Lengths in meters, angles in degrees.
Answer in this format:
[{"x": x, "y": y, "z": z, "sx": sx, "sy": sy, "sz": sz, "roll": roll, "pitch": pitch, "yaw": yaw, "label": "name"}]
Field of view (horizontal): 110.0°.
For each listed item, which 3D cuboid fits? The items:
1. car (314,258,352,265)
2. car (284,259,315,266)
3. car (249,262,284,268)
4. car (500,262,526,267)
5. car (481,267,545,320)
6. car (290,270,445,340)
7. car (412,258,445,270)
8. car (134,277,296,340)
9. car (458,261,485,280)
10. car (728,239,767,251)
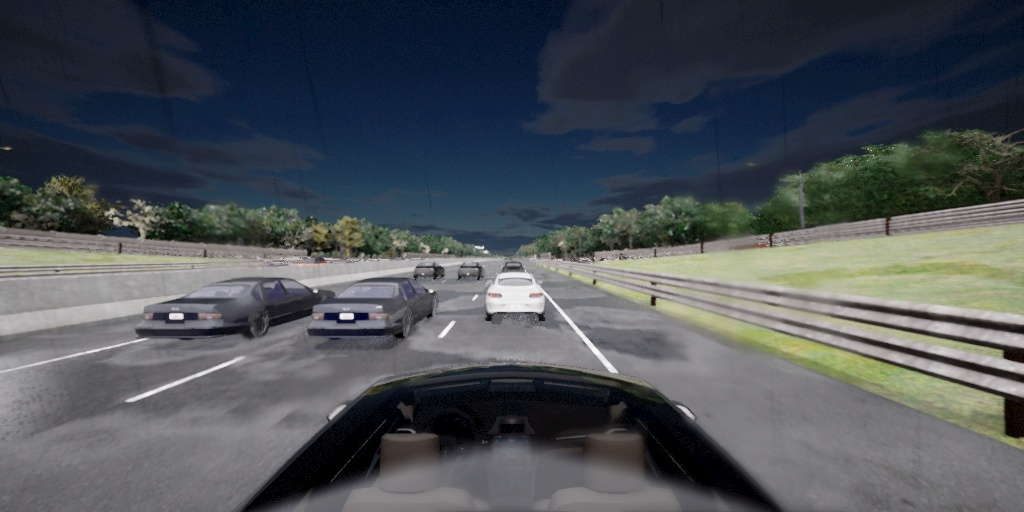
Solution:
[{"x": -17.585, "y": 1.179, "z": 36.489, "sx": 1.882, "sy": 1.535, "sz": 5.008, "roll": 0, "pitch": 0, "yaw": 0, "label": "car"}, {"x": -21.081, "y": 1.053, "z": 37.453, "sx": 2.097, "sy": 1.767, "sz": 4.553, "roll": 0, "pitch": 0, "yaw": 0, "label": "car"}, {"x": -24.584, "y": 1.302, "z": 36.817, "sx": 1.895, "sy": 1.301, "sz": 4.718, "roll": 0, "pitch": 0, "yaw": 0, "label": "car"}, {"x": 0.106, "y": 1.213, "z": 30.463, "sx": 1.837, "sy": 1.490, "sz": 4.892, "roll": 0, "pitch": 0, "yaw": 0, "label": "car"}, {"x": 0.102, "y": 1.260, "z": 12.353, "sx": 1.812, "sy": 1.442, "sz": 4.674, "roll": 0, "pitch": 0, "yaw": 0, "label": "car"}, {"x": -3.398, "y": 1.285, "z": 9.881, "sx": 2.033, "sy": 1.411, "sz": 5.357, "roll": 0, "pitch": 0, "yaw": 0, "label": "car"}, {"x": -6.895, "y": 1.200, "z": 30.256, "sx": 2.128, "sy": 1.511, "sz": 4.902, "roll": 0, "pitch": 0, "yaw": 0, "label": "car"}, {"x": -6.898, "y": 1.285, "z": 9.876, "sx": 2.033, "sy": 1.411, "sz": 5.357, "roll": 0, "pitch": 0, "yaw": 0, "label": "car"}, {"x": -3.395, "y": 1.200, "z": 30.280, "sx": 2.128, "sy": 1.511, "sz": 4.902, "roll": 0, "pitch": 0, "yaw": 0, "label": "car"}, {"x": 30.676, "y": -1.281, "z": 46.955, "sx": 2.097, "sy": 1.767, "sz": 4.553, "roll": 0, "pitch": -3, "yaw": -11, "label": "car"}]
